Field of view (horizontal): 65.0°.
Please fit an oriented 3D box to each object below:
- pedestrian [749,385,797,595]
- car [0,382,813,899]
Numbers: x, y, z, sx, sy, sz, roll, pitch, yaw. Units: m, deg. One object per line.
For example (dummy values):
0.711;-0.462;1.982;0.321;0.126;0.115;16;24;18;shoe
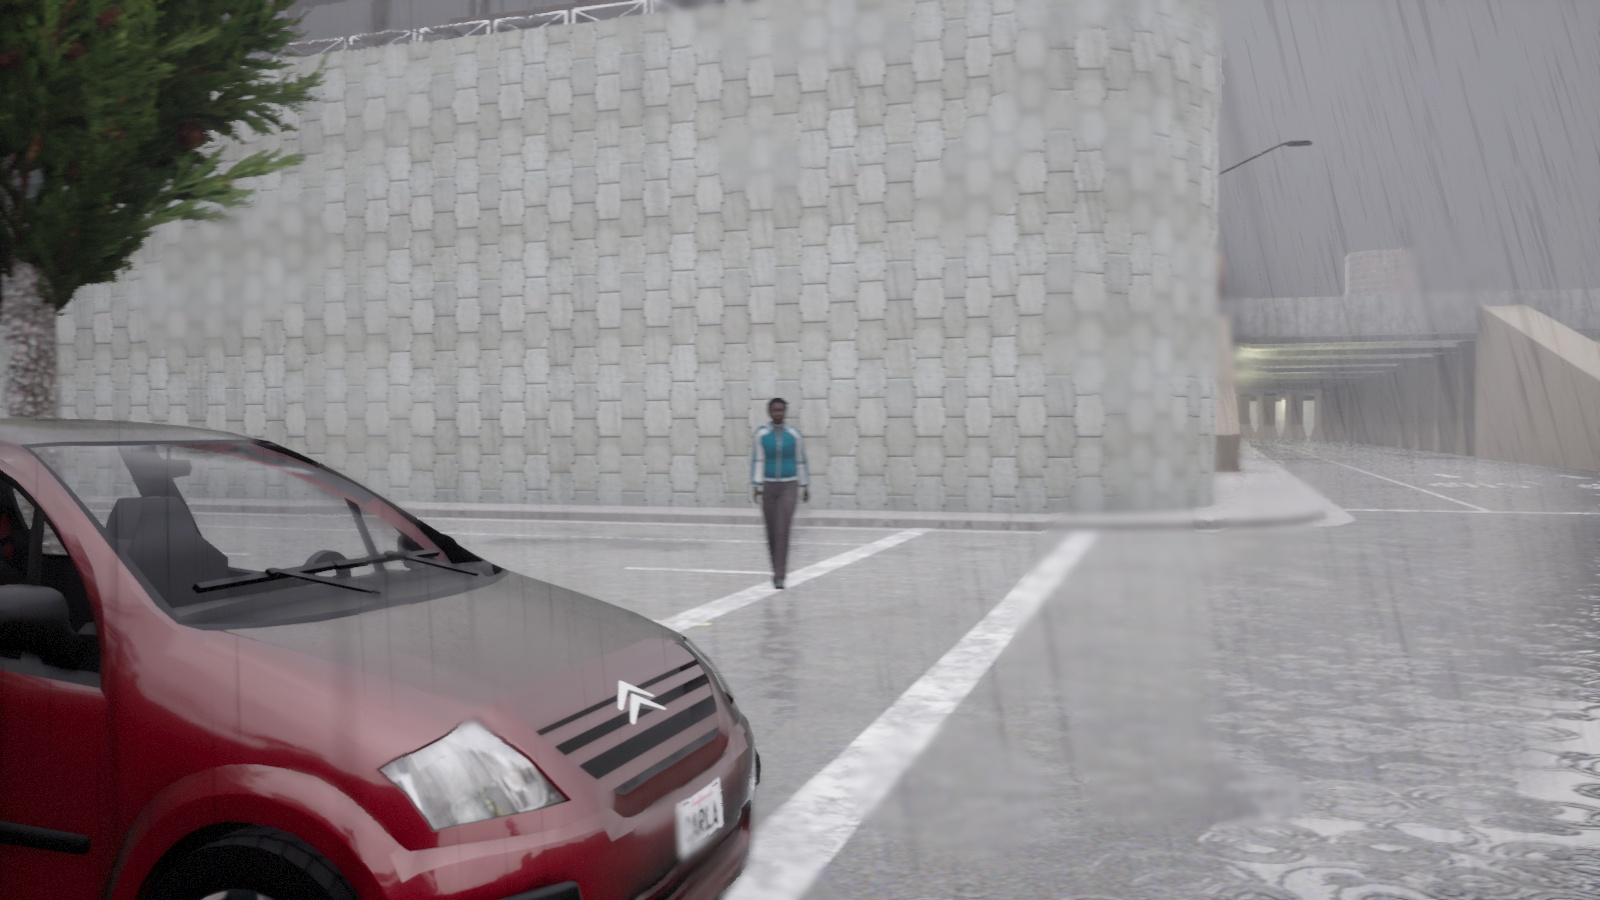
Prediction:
-0.246;0.365;11.904;0.396;1.930;0.692;0;1;3;pedestrian
-2.146;0.645;3.896;3.988;1.617;1.851;1;1;18;car
